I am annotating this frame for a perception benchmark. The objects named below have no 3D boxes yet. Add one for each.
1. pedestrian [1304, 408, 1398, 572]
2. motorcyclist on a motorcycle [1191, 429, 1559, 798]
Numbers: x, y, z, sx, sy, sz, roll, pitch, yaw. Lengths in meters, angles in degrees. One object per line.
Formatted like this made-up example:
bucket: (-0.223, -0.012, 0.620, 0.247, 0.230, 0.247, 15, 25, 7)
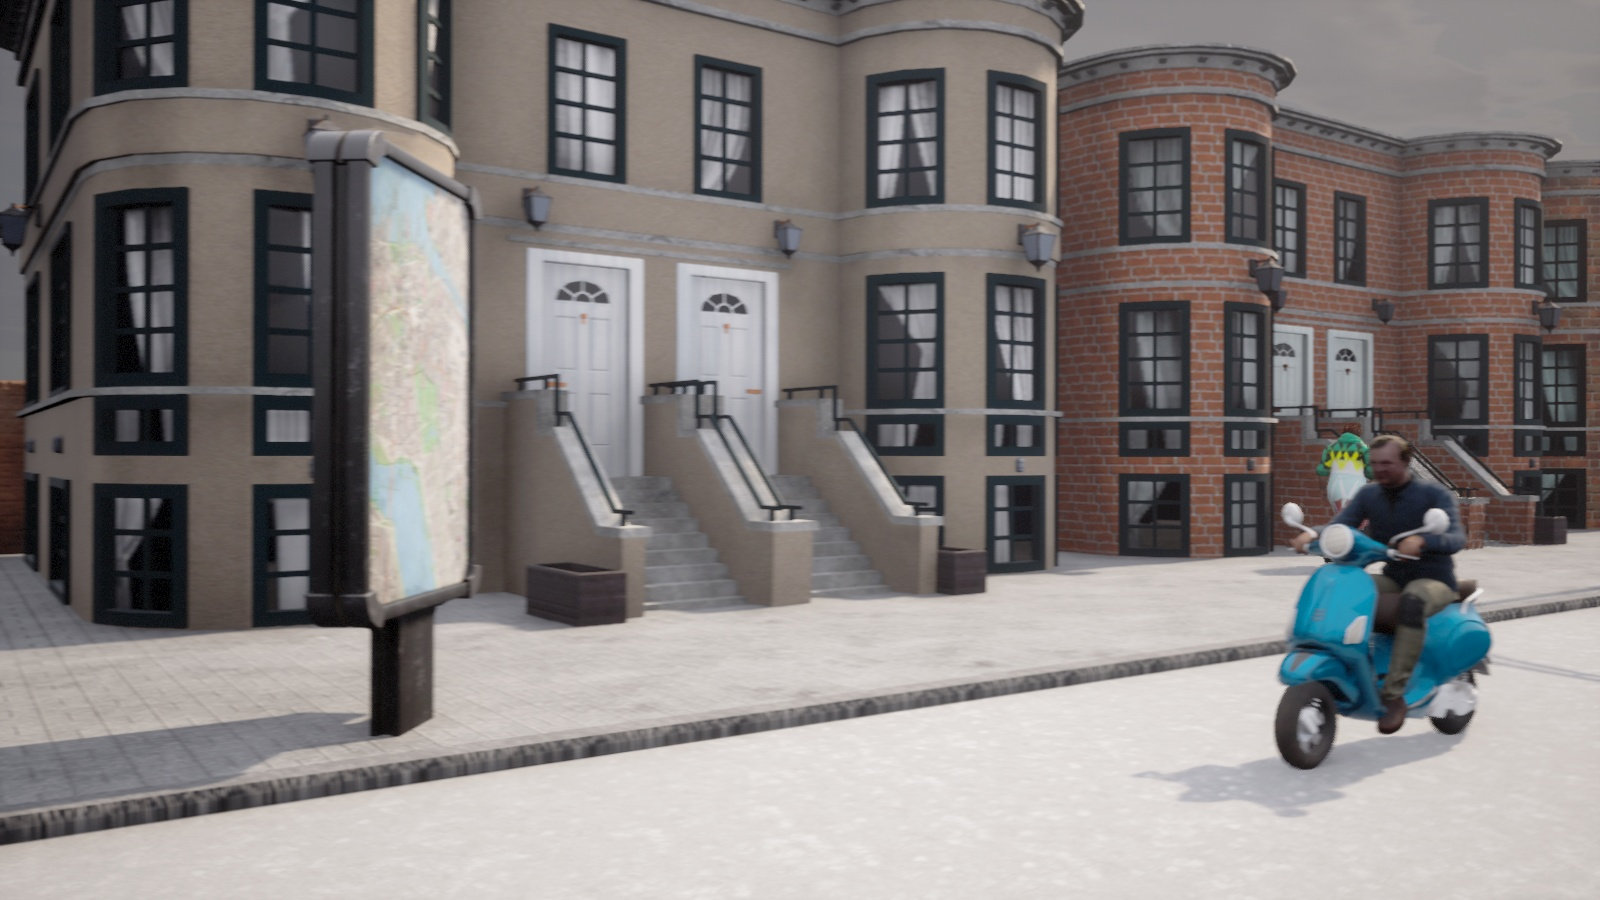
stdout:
pedestrian: (6.783, 0.478, 15.465, 0.873, 1.952, 0.659, 0, 0, -28)
motorcyclist on a motorcycle: (2.903, 0.708, 6.289, 1.817, 1.590, 0.866, 0, 0, -35)
